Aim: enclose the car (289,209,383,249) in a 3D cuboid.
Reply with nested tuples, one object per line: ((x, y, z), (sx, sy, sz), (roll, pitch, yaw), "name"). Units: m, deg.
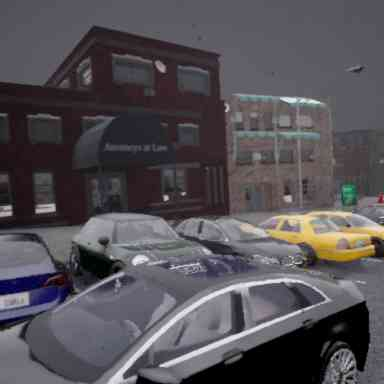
((3.348, 1.453, 11.615), (1.946, 1.575, 5.366), (0, 0, -35), "car")

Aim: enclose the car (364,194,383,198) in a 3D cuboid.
((12.961, 1.100, 18.203), (2.435, 2.045, 5.566), (-1, 1, -35), "car")

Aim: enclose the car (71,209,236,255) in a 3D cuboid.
((-1.348, 1.346, 8.079), (2.185, 1.767, 4.553), (0, 0, -35), "car")

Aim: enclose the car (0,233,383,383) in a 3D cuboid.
((-0.160, 1.488, 3.265), (4.902, 1.511, 2.128), (0, 0, -36), "car")

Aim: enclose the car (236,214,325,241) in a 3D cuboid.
((0.958, 1.465, 9.691), (2.231, 1.521, 4.892), (0, 0, -35), "car")

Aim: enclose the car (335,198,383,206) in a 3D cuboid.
((8.263, 1.311, 14.852), (2.185, 1.767, 4.553), (0, 0, -36), "car")

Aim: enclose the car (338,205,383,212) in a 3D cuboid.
((5.957, 1.446, 13.019), (1.946, 1.575, 5.366), (0, 0, -35), "car")

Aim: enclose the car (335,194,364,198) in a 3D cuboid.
((22.786, 0.692, 48.239), (1.994, 1.385, 4.181), (-4, 0, -23), "car")
